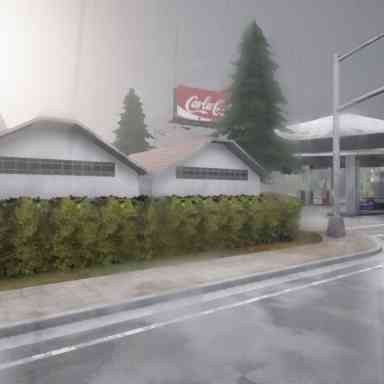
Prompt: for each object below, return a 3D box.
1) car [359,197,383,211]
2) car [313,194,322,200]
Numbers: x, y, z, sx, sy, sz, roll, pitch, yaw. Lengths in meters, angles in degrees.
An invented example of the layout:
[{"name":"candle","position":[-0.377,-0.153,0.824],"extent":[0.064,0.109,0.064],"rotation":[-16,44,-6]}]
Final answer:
[{"name":"car","position":[21.919,1.480,40.042],"extent":[4.611,1.667,2.242],"rotation":[0,0,-36]},{"name":"car","position":[33.040,1.330,89.523],"extent":[2.152,1.636,5.027],"rotation":[0,0,-36]}]
